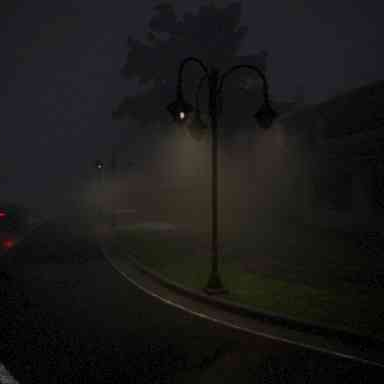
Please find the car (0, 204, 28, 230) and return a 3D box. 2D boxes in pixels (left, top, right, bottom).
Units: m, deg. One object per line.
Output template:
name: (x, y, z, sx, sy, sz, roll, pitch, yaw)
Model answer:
car: (-11.511, 1.478, 20.670, 2.128, 1.511, 4.902, 0, 0, -19)
